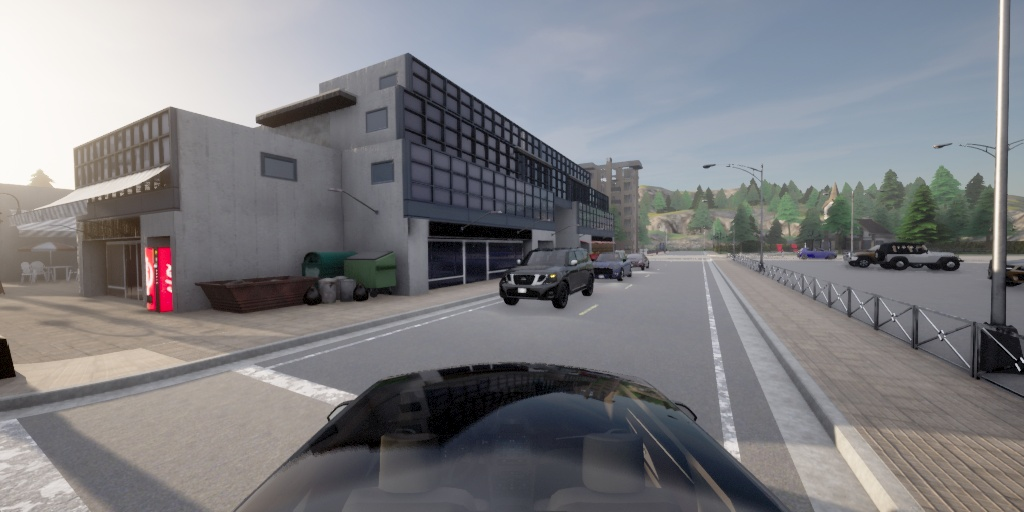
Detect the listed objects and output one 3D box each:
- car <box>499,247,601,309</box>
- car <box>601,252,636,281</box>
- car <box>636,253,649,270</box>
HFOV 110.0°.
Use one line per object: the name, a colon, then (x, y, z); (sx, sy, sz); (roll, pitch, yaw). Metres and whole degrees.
car: (1.608, 0.686, 13.959); (2.150, 2.045, 5.566); (0, 1, 28)
car: (6.190, 0.550, 22.662); (2.097, 1.767, 4.553); (0, 2, 28)
car: (10.962, 0.446, 31.714); (1.812, 1.442, 4.674); (0, 2, 28)
